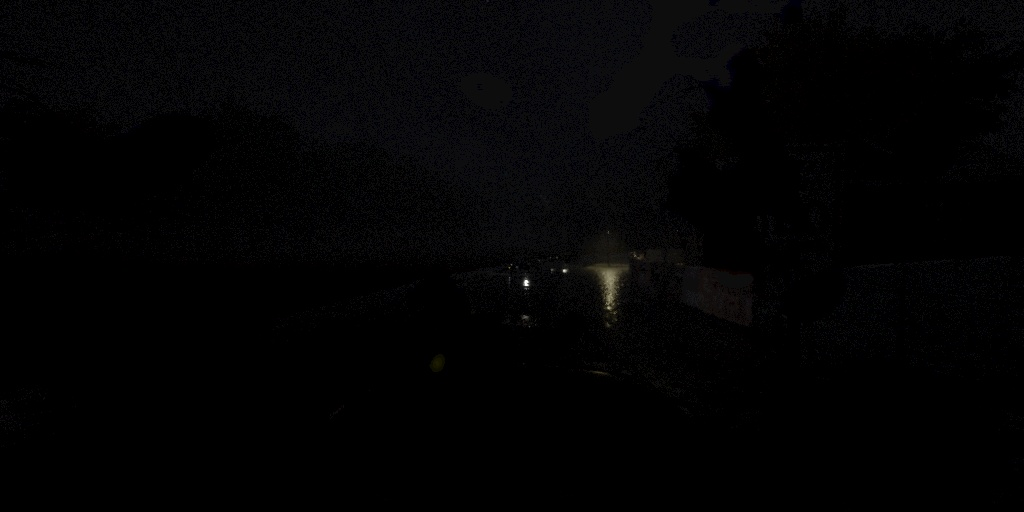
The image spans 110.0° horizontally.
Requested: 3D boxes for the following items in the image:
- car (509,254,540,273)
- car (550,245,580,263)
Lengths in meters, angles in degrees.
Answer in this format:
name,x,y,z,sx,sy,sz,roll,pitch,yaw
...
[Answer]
name,x,y,z,sx,sy,sz,roll,pitch,yaw
car,1.194,0.613,32.016,1.837,1.490,4.892,1,2,19
car,6.565,-0.297,44.009,2.150,2.045,5.566,1,3,29
